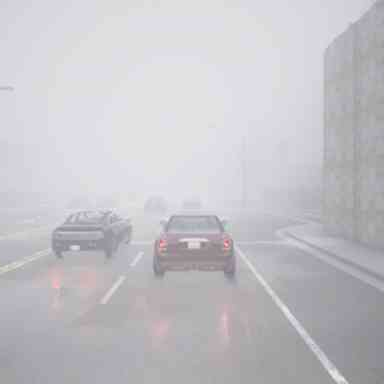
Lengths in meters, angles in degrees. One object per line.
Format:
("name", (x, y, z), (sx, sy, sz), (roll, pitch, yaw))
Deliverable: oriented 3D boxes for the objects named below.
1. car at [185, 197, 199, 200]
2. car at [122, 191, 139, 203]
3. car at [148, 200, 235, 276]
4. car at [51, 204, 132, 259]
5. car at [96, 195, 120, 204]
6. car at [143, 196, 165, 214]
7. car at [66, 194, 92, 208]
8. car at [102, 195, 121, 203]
("car", (-0.011, 1.267, 34.868), (1.882, 1.535, 5.008), (0, 0, 0))
("car", (-10.731, 0.870, 58.605), (2.150, 2.045, 5.566), (0, 1, 0))
("car", (0.053, 1.293, 10.265), (2.097, 1.767, 4.553), (0, 1, 0))
("car", (-3.448, 1.417, 12.231), (2.128, 1.511, 4.902), (0, 0, 0))
("car", (-10.726, 1.253, 42.192), (1.837, 1.490, 4.892), (0, 0, 0))
("car", (-3.507, 1.153, 33.022), (2.097, 1.767, 4.553), (0, 0, 0))
("car", (-14.225, 1.103, 42.025), (2.097, 1.767, 4.553), (0, 0, 0))
("car", (-14.215, 1.196, 59.019), (2.033, 1.411, 5.357), (0, 0, 0))
